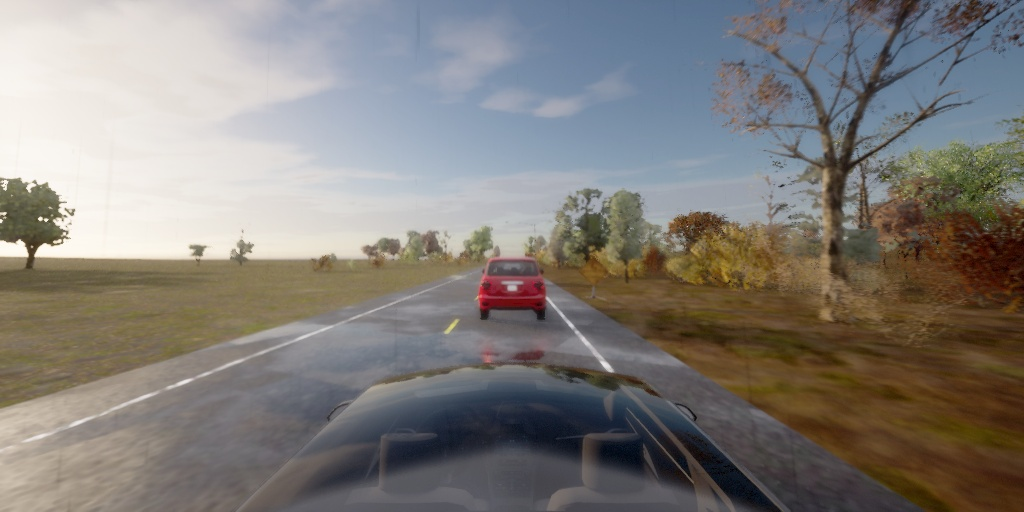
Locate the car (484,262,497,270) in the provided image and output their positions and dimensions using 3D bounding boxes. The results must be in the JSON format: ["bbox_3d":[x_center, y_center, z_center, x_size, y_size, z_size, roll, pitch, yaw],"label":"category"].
[{"bbox_3d":[-3.552,1.643,59.662,1.994,1.385,4.181,0,0,1],"label":"car"}]

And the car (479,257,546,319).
[{"bbox_3d":[0.036,1.047,13.278,2.150,2.045,5.566,0,0,1],"label":"car"}]

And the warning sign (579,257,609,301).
[{"bbox_3d":[3.551,0.953,15.581,1.300,1.860,1.060,0,0,0],"label":"warning sign"}]
